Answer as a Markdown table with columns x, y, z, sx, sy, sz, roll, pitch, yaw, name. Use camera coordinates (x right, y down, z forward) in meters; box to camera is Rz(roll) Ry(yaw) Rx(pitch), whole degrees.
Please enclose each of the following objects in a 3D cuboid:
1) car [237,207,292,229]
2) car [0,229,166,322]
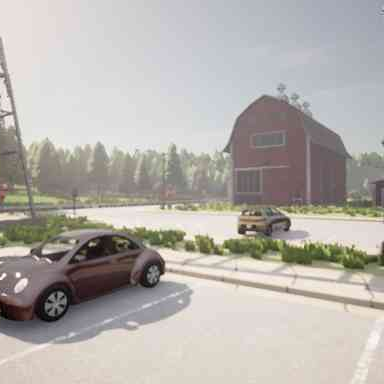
| x | y | z | sx | sy | sz | roll | pitch | yaw | name |
| --- | --- | --- | --- | --- | --- | --- | --- | --- | --- |
| 4.065 | 1.547 | 18.468 | 1.816 | 1.474 | 4.193 | 0 | 0 | 35 | car |
| -2.395 | 1.555 | 7.279 | 1.784 | 1.438 | 3.905 | 0 | 0 | 35 | car |
